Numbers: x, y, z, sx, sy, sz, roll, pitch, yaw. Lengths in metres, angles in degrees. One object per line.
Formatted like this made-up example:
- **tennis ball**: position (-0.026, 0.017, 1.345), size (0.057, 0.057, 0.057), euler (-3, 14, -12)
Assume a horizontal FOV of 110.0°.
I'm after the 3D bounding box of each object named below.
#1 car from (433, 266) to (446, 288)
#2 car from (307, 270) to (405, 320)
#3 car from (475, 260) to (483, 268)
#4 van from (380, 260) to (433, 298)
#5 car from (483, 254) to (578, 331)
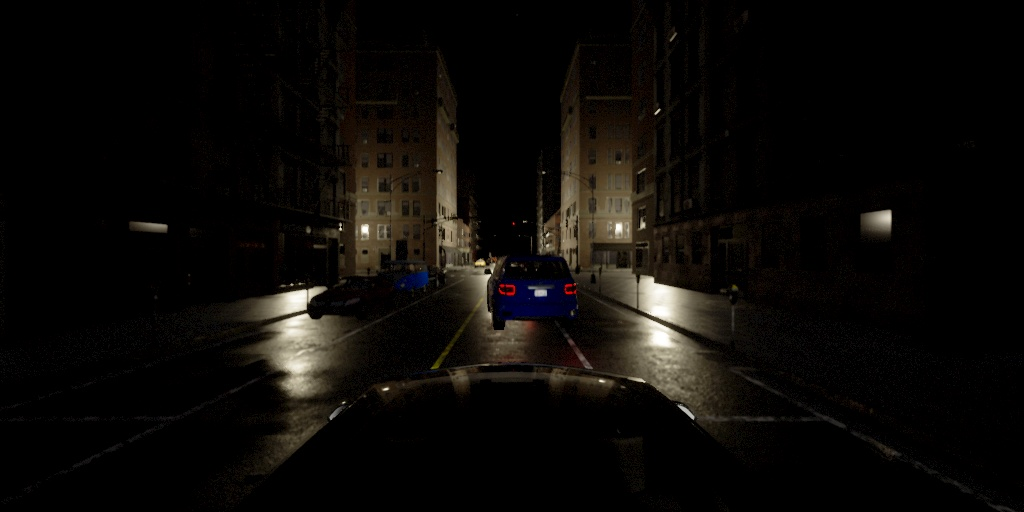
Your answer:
- **car**: position (-5.395, 1.308, 23.419), size (2.007, 1.370, 4.403), euler (0, 0, 0)
- **car**: position (-5.396, 1.336, 12.606), size (1.802, 1.307, 4.207), euler (0, 0, 0)
- **car**: position (-5.400, 1.297, 61.212), size (1.751, 1.417, 4.829), euler (0, 0, 0)
- **van**: position (-5.395, 1.096, 18.013), size (1.690, 1.789, 3.998), euler (0, 0, 0)
- **car**: position (0.382, 0.975, 11.182), size (2.150, 2.045, 5.566), euler (0, 0, -7)
